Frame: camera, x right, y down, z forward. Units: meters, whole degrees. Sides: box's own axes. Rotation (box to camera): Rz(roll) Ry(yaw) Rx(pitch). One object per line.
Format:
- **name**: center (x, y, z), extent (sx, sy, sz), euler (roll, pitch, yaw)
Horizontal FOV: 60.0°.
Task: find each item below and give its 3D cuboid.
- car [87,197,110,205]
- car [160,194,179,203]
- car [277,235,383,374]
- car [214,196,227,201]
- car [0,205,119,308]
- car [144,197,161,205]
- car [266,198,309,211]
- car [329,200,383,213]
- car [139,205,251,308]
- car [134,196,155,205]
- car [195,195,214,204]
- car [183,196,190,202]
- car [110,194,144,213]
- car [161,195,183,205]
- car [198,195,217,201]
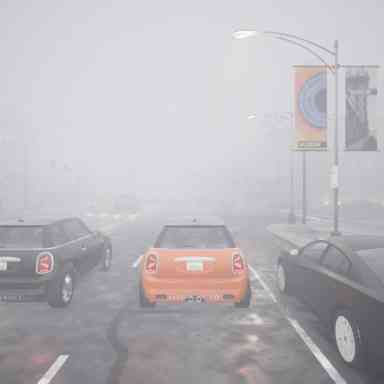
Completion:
- **car**: center (-10.548, 1.351, 38.307), extent (2.097, 1.767, 4.553), euler (0, 0, 0)
- **car**: center (-4.834, 1.355, 72.621), extent (2.097, 1.767, 4.553), euler (0, 0, 26)
- **car**: center (2.902, 1.480, 5.739), extent (2.097, 1.535, 5.008), euler (0, 0, 0)
- **car**: center (6.832, 1.553, 82.157), extent (4.181, 1.385, 1.994), euler (0, 0, -43)
- **car**: center (-3.435, 1.352, 8.093), extent (2.097, 1.767, 4.553), euler (0, 0, 0)
- **car**: center (-6.368, 1.564, 56.633), extent (1.994, 1.385, 4.181), euler (0, 0, 9)
- **car**: center (11.525, 1.477, 40.229), extent (5.008, 1.535, 1.882), euler (0, 0, 6)
- **car**: center (17.964, 1.547, 36.435), extent (5.357, 1.411, 2.033), euler (0, 0, 0)
- **car**: center (0.066, 1.352, 8.089), extent (2.097, 1.767, 4.553), euler (0, 0, 0)
- **car**: center (-8.760, 1.547, 62.181), extent (2.033, 1.411, 5.357), euler (0, 0, 15)
- **car**: center (2.044, 1.491, 61.607), extent (2.128, 1.511, 4.902), euler (0, 0, 18)
- **car**: center (-2.093, 1.524, 70.310), extent (1.812, 1.442, 4.674), euler (0, 0, 26)
- **car**: center (-7.072, 1.222, 36.813), extent (2.150, 2.045, 5.566), euler (0, 0, 0)
- **car**: center (-3.059, 1.505, 50.258), extent (1.837, 1.490, 4.892), euler (-2, 0, -12)
- **car**: center (3.954, 1.500, 84.230), extent (1.837, 1.490, 4.892), euler (0, 0, 43)
